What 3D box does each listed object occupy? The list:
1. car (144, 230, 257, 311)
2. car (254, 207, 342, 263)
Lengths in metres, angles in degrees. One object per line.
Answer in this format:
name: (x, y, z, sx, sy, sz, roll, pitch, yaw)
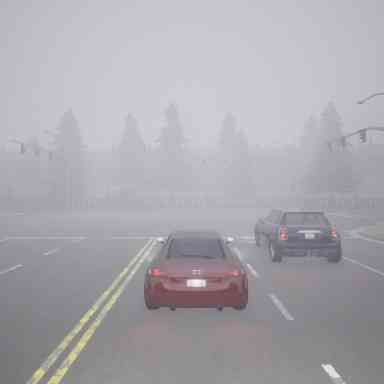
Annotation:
car: (0.075, 1.564, 7.826, 1.994, 1.385, 4.181, 0, 0, 0)
car: (3.627, 1.352, 12.200, 2.097, 1.767, 4.553, 0, 0, 2)
